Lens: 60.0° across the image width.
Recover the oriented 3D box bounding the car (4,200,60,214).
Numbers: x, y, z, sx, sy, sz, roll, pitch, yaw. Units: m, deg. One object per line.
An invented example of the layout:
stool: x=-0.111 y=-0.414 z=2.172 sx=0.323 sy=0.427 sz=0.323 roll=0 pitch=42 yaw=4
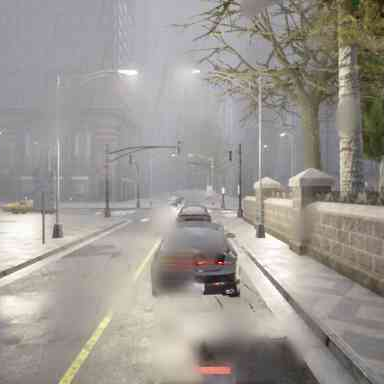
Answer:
car: x=-14.941 y=1.398 z=31.177 sx=4.829 sy=1.417 sz=1.752 roll=1 pitch=-1 yaw=0

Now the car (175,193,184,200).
car: x=-3.023 y=1.057 z=80.344 sx=2.097 sy=1.767 sz=4.553 roll=0 pitch=1 yaw=0

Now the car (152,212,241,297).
car: x=0.096 y=1.505 z=8.531 sx=1.837 sy=1.490 sz=4.892 roll=0 pitch=0 yaw=0

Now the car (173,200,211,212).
car: x=0.095 y=1.477 z=19.336 sx=1.882 sy=1.535 sz=5.008 roll=0 pitch=0 yaw=0

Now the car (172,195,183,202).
car: x=-3.020 y=1.322 z=70.057 sx=2.128 sy=1.511 sz=4.902 roll=0 pitch=0 yaw=0

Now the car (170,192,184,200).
car: x=-3.086 y=1.091 z=60.062 sx=2.150 sy=2.045 sz=5.566 roll=0 pitch=0 yaw=1

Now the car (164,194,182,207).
car: x=-3.105 y=1.424 z=50.177 sx=2.128 sy=1.511 sz=4.902 roll=0 pitch=0 yaw=0
